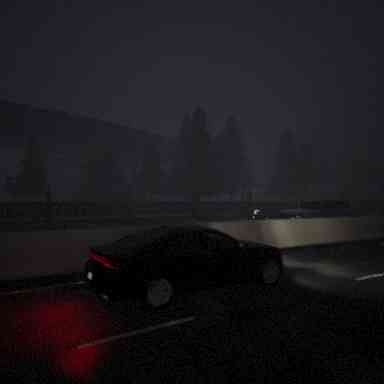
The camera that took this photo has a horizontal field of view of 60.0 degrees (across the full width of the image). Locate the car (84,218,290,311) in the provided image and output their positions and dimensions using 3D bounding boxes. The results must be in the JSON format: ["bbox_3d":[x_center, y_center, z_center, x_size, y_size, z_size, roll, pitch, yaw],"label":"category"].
[{"bbox_3d":[0.063,1.524,7.939,5.008,1.535,1.882,1,0,-33],"label":"car"}]

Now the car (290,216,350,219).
[{"bbox_3d":[7.738,1.414,20.734,5.566,2.045,2.150,1,-1,-26],"label":"car"}]

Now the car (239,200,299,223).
[{"bbox_3d":[6.472,1.574,27.797,4.553,1.767,2.097,1,0,-25],"label":"car"}]

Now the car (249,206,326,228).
[{"bbox_3d":[7.009,1.754,24.284,5.357,1.411,2.033,1,0,-26],"label":"car"}]
